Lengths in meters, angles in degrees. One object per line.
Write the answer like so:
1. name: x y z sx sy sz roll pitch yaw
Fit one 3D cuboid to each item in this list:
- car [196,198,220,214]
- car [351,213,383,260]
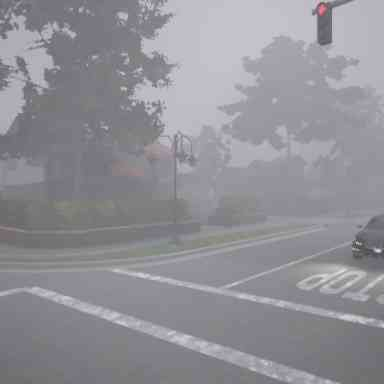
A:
1. car: 2.245 1.352 31.441 3.806 1.475 1.970 -1 0 43
2. car: 7.276 1.545 11.937 1.837 1.490 4.892 -1 0 42
